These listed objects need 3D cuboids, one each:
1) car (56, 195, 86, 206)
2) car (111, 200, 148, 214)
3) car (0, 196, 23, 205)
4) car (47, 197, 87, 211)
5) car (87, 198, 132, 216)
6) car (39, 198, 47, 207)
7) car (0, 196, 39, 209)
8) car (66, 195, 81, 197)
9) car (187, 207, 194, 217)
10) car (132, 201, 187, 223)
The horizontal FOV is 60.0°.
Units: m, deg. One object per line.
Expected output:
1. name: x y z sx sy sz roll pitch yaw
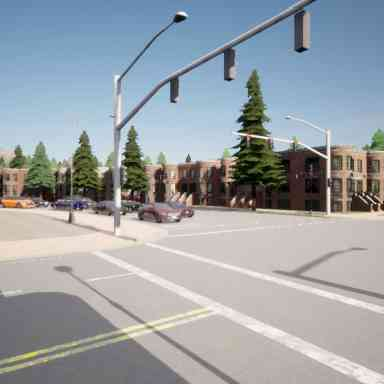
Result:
1. car: -20.203 1.351 55.365 4.553 1.767 2.097 0 0 24
2. car: -6.977 1.601 36.992 1.895 1.301 4.718 0 0 -41
3. car: -32.892 1.492 58.985 4.902 1.511 2.128 0 0 9
4. car: -14.971 1.601 39.995 4.718 1.301 1.895 0 0 38
5. car: -8.279 1.547 33.224 2.033 1.411 5.357 0 0 -38
6. car: -23.286 1.492 49.070 4.902 1.511 2.128 0 0 23
7. car: -23.695 1.352 45.390 4.553 1.767 2.097 0 0 25
8. car: -14.334 1.492 43.818 4.902 1.511 2.128 0 0 36
9. car: -1.613 1.564 30.066 1.994 1.385 4.181 0 0 -37
10. car: -2.598 1.526 25.546 1.812 1.442 4.674 0 0 -35
